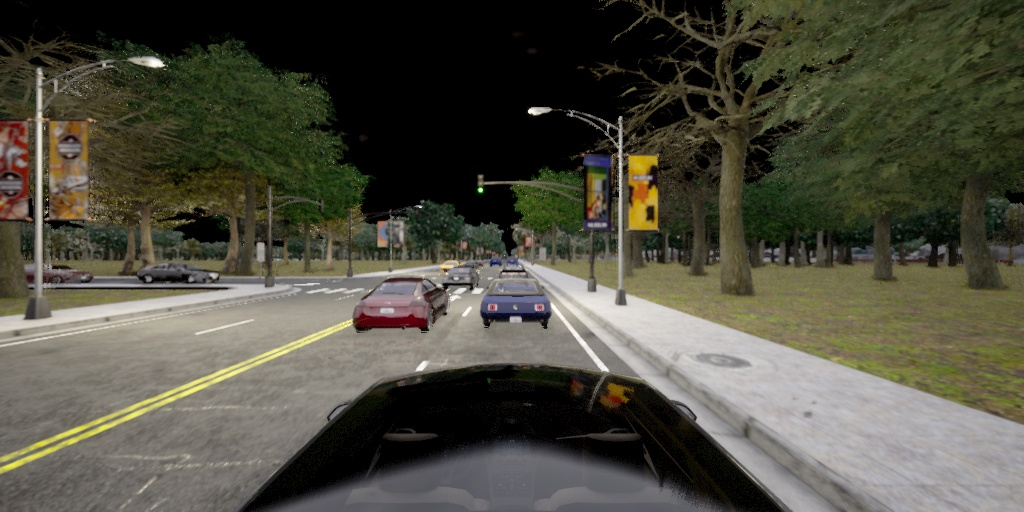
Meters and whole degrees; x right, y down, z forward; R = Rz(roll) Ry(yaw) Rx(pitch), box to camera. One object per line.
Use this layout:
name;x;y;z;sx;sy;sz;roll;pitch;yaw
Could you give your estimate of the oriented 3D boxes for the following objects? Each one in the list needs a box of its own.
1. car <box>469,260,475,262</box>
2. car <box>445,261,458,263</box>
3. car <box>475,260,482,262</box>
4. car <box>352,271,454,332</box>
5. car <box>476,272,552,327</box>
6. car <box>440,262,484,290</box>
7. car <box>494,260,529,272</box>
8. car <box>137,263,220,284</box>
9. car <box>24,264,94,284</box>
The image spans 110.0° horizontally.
car;-6.571;1.413;48.622;1.895;1.301;4.718;0;0;0
car;-6.585;1.275;39.216;1.882;1.535;5.008;0;0;0
car;-6.538;1.396;58.680;1.994;1.385;4.181;0;0;0
car;-3.137;1.324;10.893;1.994;1.385;4.181;0;0;-1
car;0.103;1.361;11.490;1.895;1.301;4.718;0;0;0
car;-3.143;1.322;22.759;2.033;1.411;5.357;0;0;0
car;0.107;1.269;24.040;2.128;1.511;4.902;0;0;0
car;-23.376;1.244;25.259;4.902;1.511;2.128;0;0;0
car;-32.514;1.267;25.267;4.674;1.442;1.812;0;0;0
